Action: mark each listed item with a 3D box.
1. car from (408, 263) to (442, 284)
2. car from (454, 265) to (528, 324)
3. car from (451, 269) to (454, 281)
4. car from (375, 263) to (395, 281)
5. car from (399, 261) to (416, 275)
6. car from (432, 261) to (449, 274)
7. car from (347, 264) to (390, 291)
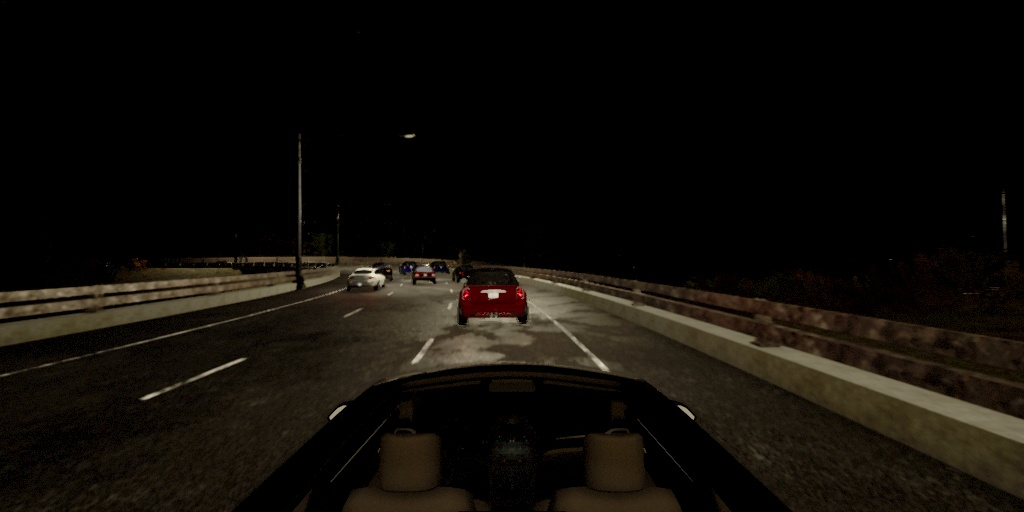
[{"bbox_3d":[-7.407,1.537,30.150,2.033,1.411,5.357,0,0,-16],"label":"car"},{"bbox_3d":[-0.724,1.183,12.538,2.097,1.767,4.553,0,0,-5],"label":"car"},{"bbox_3d":[-4.072,1.505,31.200,1.812,1.442,4.674,0,0,-16],"label":"car"},{"bbox_3d":[-12.084,1.530,33.551,2.128,1.511,4.902,0,0,-18],"label":"car"},{"bbox_3d":[-13.425,1.488,46.747,2.097,1.767,4.553,0,-1,-24],"label":"car"},{"bbox_3d":[-9.786,1.472,47.160,2.097,1.767,4.553,0,-1,-24],"label":"car"},{"bbox_3d":[-9.521,1.480,23.661,1.812,1.442,4.674,0,0,-11],"label":"car"}]
